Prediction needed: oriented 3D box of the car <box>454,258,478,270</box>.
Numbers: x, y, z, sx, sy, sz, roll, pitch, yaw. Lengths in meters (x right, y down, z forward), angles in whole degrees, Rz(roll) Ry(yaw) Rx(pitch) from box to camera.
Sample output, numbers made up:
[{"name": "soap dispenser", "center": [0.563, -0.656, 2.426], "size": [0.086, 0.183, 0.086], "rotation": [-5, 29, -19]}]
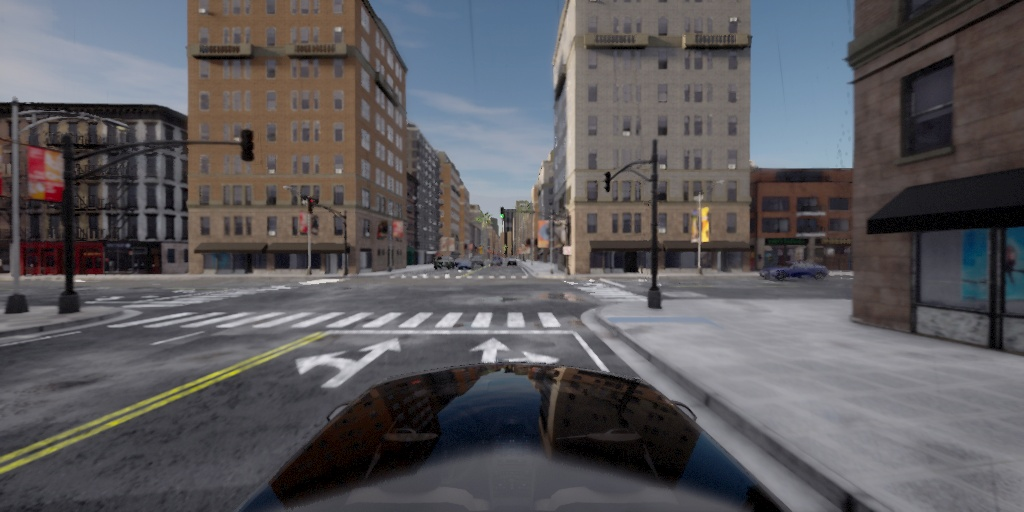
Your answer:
[{"name": "car", "center": [-6.550, 1.312, 51.640], "size": [2.033, 1.411, 5.357], "rotation": [0, 0, 1]}]

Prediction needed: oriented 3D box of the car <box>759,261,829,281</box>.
[{"name": "car", "center": [21.785, 1.133, 27.772], "size": [4.674, 1.442, 1.812], "rotation": [0, 0, 0]}]

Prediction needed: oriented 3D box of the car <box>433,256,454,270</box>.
[{"name": "car", "center": [-9.799, 0.988, 52.014], "size": [2.150, 2.045, 5.566], "rotation": [0, 0, 0]}]
